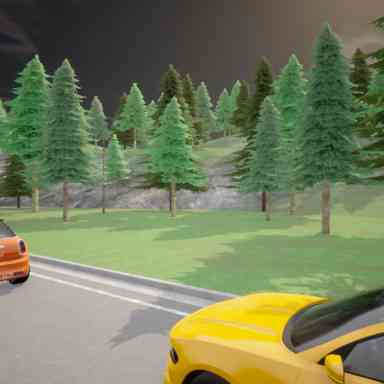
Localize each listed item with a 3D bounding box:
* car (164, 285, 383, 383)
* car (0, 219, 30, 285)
[{"bbox_3d":[2.028,1.478,2.545,5.008,1.535,1.882,0,0,35],"label":"car"},{"bbox_3d":[-6.097,1.352,8.317,4.553,1.767,2.097,0,0,35],"label":"car"}]
